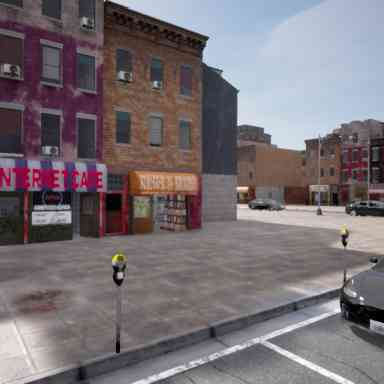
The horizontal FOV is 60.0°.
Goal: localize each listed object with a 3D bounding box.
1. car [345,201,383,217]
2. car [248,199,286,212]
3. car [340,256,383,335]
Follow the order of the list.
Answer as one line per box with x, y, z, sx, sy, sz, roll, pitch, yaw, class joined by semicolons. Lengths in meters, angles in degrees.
15.914;1.539;29.004;1.837;1.490;4.892;1;0;-35;car
8.749;1.550;39.115;2.128;1.511;4.902;1;0;-35;car
4.467;1.567;5.979;4.313;1.339;1.947;0;0;-35;car
